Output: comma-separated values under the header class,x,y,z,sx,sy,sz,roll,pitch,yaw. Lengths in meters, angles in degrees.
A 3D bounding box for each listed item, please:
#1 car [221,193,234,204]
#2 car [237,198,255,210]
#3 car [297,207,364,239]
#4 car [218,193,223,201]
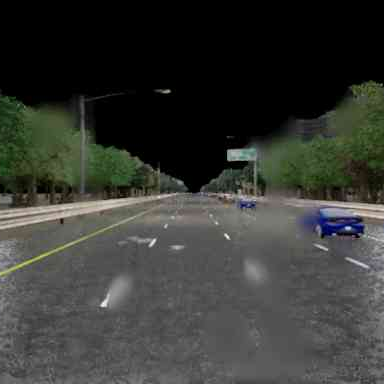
class,x,y,z,sx,sy,sz,roll,pitch,yaw
car,7.233,1.511,65.449,1.812,1.442,4.674,0,0,0
car,7.107,1.498,44.072,1.882,1.535,5.008,0,0,0
car,7.018,1.499,17.408,1.882,1.535,5.008,0,0,0
car,7.337,1.446,81.427,1.882,1.535,5.008,0,0,0
